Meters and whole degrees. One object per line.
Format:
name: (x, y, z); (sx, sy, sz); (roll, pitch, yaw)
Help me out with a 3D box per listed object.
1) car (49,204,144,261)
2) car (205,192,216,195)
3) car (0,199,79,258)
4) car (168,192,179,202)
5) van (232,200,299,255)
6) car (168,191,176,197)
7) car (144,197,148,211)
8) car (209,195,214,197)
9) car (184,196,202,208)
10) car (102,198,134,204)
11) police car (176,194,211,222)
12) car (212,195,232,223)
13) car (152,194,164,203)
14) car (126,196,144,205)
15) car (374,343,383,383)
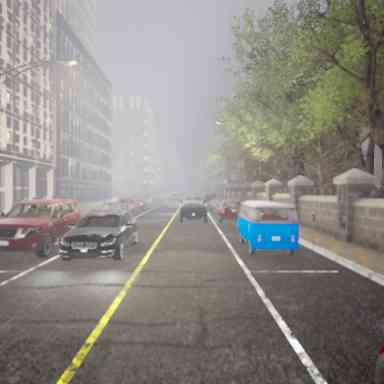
car: (-3.099, 1.411, 11.950); (1.837, 1.490, 4.892); (0, 1, 0)
car: (2.704, 0.887, 50.865); (2.192, 1.841, 5.009); (1, 1, 0)
car: (-5.679, 1.216, 12.555); (2.192, 1.841, 5.009); (1, 0, 0)
car: (-2.999, 1.025, 58.937); (1.812, 1.442, 4.674); (0, 0, 0)
van: (2.701, 1.243, 12.516); (1.690, 1.788, 3.998); (1, 0, 0)
car: (-5.675, 0.588, 94.291); (1.967, 1.590, 4.097); (1, 1, 0)
car: (-5.679, 1.158, 34.453); (1.967, 1.590, 4.097); (1, 0, 0)
car: (2.700, 1.301, 34.432); (1.802, 1.307, 4.206); (1, 1, 0)
car: (0.103, 1.202, 41.698); (2.033, 1.411, 5.357); (0, 1, 0)
car: (-5.681, 1.363, 23.505); (2.008, 1.369, 4.403); (1, 0, 0)
police car: (0.101, 1.230, 24.270); (1.930, 1.638, 5.238); (0, 1, 0)
car: (2.701, 1.253, 23.473); (1.967, 1.590, 4.097); (1, 0, 0)
car: (-5.679, 1.072, 56.350); (2.008, 1.369, 4.403); (1, 1, 0)
car: (-5.680, 1.206, 28.979); (1.967, 1.590, 4.097); (1, 0, 0)
car: (2.699, 1.427, 1.559); (1.967, 1.590, 4.097); (1, 0, 0)
